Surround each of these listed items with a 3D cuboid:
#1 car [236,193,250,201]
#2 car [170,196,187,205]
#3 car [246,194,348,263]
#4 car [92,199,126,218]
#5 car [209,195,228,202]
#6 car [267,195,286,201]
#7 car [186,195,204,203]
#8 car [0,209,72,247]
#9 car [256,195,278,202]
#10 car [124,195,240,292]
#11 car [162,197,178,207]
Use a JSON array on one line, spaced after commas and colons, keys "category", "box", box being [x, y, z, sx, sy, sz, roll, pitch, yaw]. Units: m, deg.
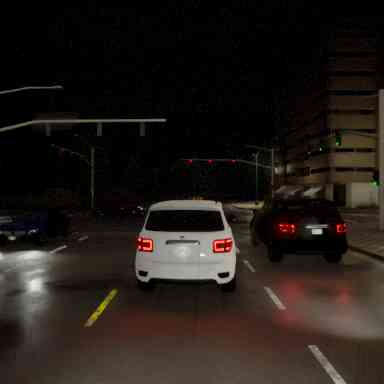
[{"category": "car", "box": [13.067, 1.225, 80.719, 5.566, 2.045, 2.150, 0, 0, -41]}, {"category": "car", "box": [-2.431, 1.505, 60.822, 1.837, 1.490, 4.892, 0, 0, 13]}, {"category": "car", "box": [3.576, 1.221, 12.156, 2.150, 2.045, 5.566, 0, 0, 0]}, {"category": "car", "box": [-6.315, 1.373, 29.325, 4.553, 1.767, 2.097, 0, 0, 0]}, {"category": "car", "box": [6.374, 1.525, 78.980, 2.128, 1.511, 4.902, 0, 0, 38]}, {"category": "car", "box": [21.833, 1.524, 86.237, 4.674, 1.442, 1.812, 0, 0, -22]}, {"category": "car", "box": [0.656, 1.478, 70.349, 1.882, 1.535, 5.008, 0, 0, 23]}, {"category": "car", "box": [-6.990, 1.526, 15.234, 1.812, 1.442, 4.674, 0, 0, -1]}, {"category": "car", "box": [18.195, 1.540, 80.211, 5.357, 1.411, 2.033, 0, 0, -34]}, {"category": "car", "box": [0.015, 1.221, 9.130, 2.150, 2.045, 5.566, 0, 0, 4]}, {"category": "car", "box": [-3.367, 1.505, 51.586, 1.837, 1.490, 4.892, 0, 0, 3]}]
